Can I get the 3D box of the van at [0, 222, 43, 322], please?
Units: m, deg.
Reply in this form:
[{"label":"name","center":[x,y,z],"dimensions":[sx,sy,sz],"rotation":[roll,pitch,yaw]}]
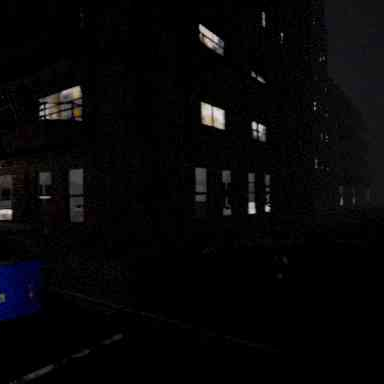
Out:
[{"label":"van","center":[-4.423,1.378,6.052],"dimensions":[3.998,1.788,1.690],"rotation":[0,-1,36]}]
